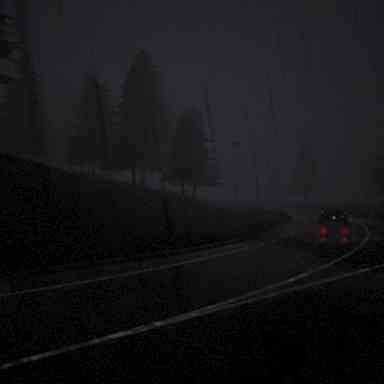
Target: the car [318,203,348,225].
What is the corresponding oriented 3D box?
[{"bbox_3d":[10.302,1.526,24.442,1.812,1.442,4.674,0,0,20],"label":"car"}]
